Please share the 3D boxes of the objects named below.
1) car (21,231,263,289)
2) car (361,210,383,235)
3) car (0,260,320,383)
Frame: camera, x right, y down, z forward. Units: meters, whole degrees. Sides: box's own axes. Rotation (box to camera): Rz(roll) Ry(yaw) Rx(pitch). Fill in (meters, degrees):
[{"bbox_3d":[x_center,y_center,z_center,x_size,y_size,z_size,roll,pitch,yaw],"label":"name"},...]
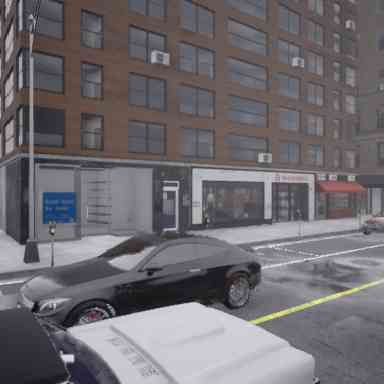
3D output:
[{"bbox_3d":[-0.663,1.526,6.305,4.674,1.442,1.812,0,0,-35],"label":"car"},{"bbox_3d":[10.616,1.582,17.470,4.206,1.307,1.802,0,0,-35],"label":"car"},{"bbox_3d":[-1.189,1.601,2.310,4.718,1.301,1.895,0,0,-36],"label":"car"}]
